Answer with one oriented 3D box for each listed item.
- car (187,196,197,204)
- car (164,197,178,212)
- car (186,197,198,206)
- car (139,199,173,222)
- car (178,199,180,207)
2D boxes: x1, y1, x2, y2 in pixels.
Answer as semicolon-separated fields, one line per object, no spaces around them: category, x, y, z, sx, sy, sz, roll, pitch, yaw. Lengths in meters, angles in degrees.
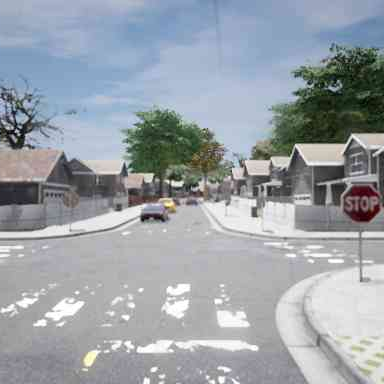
car;-0.044;1.561;65.696;1.895;1.301;4.718;0;0;0
car;-2.866;1.448;36.174;1.882;1.535;5.008;0;0;0
car;-0.036;1.509;55.242;2.033;1.411;5.357;0;0;0
car;-2.859;1.525;26.242;2.033;1.411;5.357;0;0;0
car;-2.858;1.526;51.708;1.994;1.385;4.181;0;0;0
